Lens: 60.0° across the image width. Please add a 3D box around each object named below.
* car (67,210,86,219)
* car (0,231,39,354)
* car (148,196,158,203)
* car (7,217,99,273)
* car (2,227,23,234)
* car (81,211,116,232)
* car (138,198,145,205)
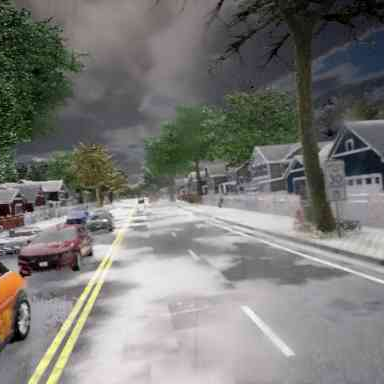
[{"bbox_3d":[-11.614,2.642,34.305,1.882,1.535,5.008,-5,0,-8],"label":"car"},{"bbox_3d":[-3.704,1.714,4.016,2.097,1.767,4.553,-5,-1,-9],"label":"car"},{"bbox_3d":[-10.780,2.052,92.224,2.150,2.045,5.566,-5,0,-9],"label":"car"},{"bbox_3d":[-5.069,2.055,12.927,1.882,1.535,5.008,-5,-1,-9],"label":"car"},{"bbox_3d":[-9.036,2.554,17.457,1.895,1.301,4.718,-5,0,-9],"label":"car"},{"bbox_3d":[-7.107,2.304,26.139,1.837,1.490,4.892,-5,0,-9],"label":"car"},{"bbox_3d":[-14.007,2.582,92.043,1.882,1.535,5.008,-5,0,-9],"label":"car"}]
